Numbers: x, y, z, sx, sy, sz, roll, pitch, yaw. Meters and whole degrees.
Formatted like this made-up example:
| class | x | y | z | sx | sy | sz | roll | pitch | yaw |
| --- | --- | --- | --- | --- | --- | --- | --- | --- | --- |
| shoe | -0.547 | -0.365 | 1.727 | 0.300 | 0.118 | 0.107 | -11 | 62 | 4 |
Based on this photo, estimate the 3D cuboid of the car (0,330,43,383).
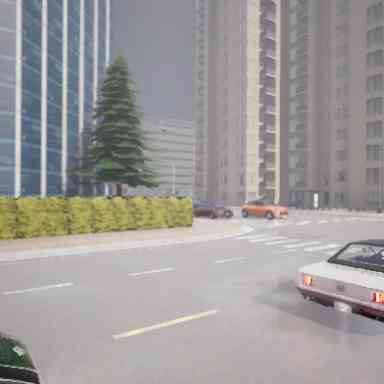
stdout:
| class | x | y | z | sx | sy | sz | roll | pitch | yaw |
| --- | --- | --- | --- | --- | --- | --- | --- | --- | --- |
| car | -3.086 | 1.342 | 1.549 | 4.553 | 1.767 | 2.097 | 0 | 0 | -35 |

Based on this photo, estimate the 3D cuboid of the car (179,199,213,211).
| class | x | y | z | sx | sy | sz | roll | pitch | yaw |
| --- | --- | --- | --- | --- | --- | --- | --- | --- | --- |
| car | 0.520 | 1.713 | 45.423 | 2.128 | 1.511 | 4.902 | 0 | 0 | -35 |

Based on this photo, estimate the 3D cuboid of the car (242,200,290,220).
| class | x | y | z | sx | sy | sz | roll | pitch | yaw |
| --- | --- | --- | --- | --- | --- | --- | --- | --- | --- |
| car | 6.695 | 1.551 | 30.354 | 2.097 | 1.767 | 4.553 | 0 | 0 | -35 |

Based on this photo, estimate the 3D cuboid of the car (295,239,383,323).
| class | x | y | z | sx | sy | sz | roll | pitch | yaw |
| --- | --- | --- | --- | --- | --- | --- | --- | --- | --- |
| car | 4.325 | 1.647 | 6.831 | 4.718 | 1.301 | 1.895 | 0 | 0 | -36 |

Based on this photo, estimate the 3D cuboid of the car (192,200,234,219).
| class | x | y | z | sx | sy | sz | roll | pitch | yaw |
| --- | --- | --- | --- | --- | --- | --- | --- | --- | --- |
| car | 1.973 | 1.741 | 30.953 | 1.994 | 1.385 | 4.181 | 0 | 0 | -35 |
